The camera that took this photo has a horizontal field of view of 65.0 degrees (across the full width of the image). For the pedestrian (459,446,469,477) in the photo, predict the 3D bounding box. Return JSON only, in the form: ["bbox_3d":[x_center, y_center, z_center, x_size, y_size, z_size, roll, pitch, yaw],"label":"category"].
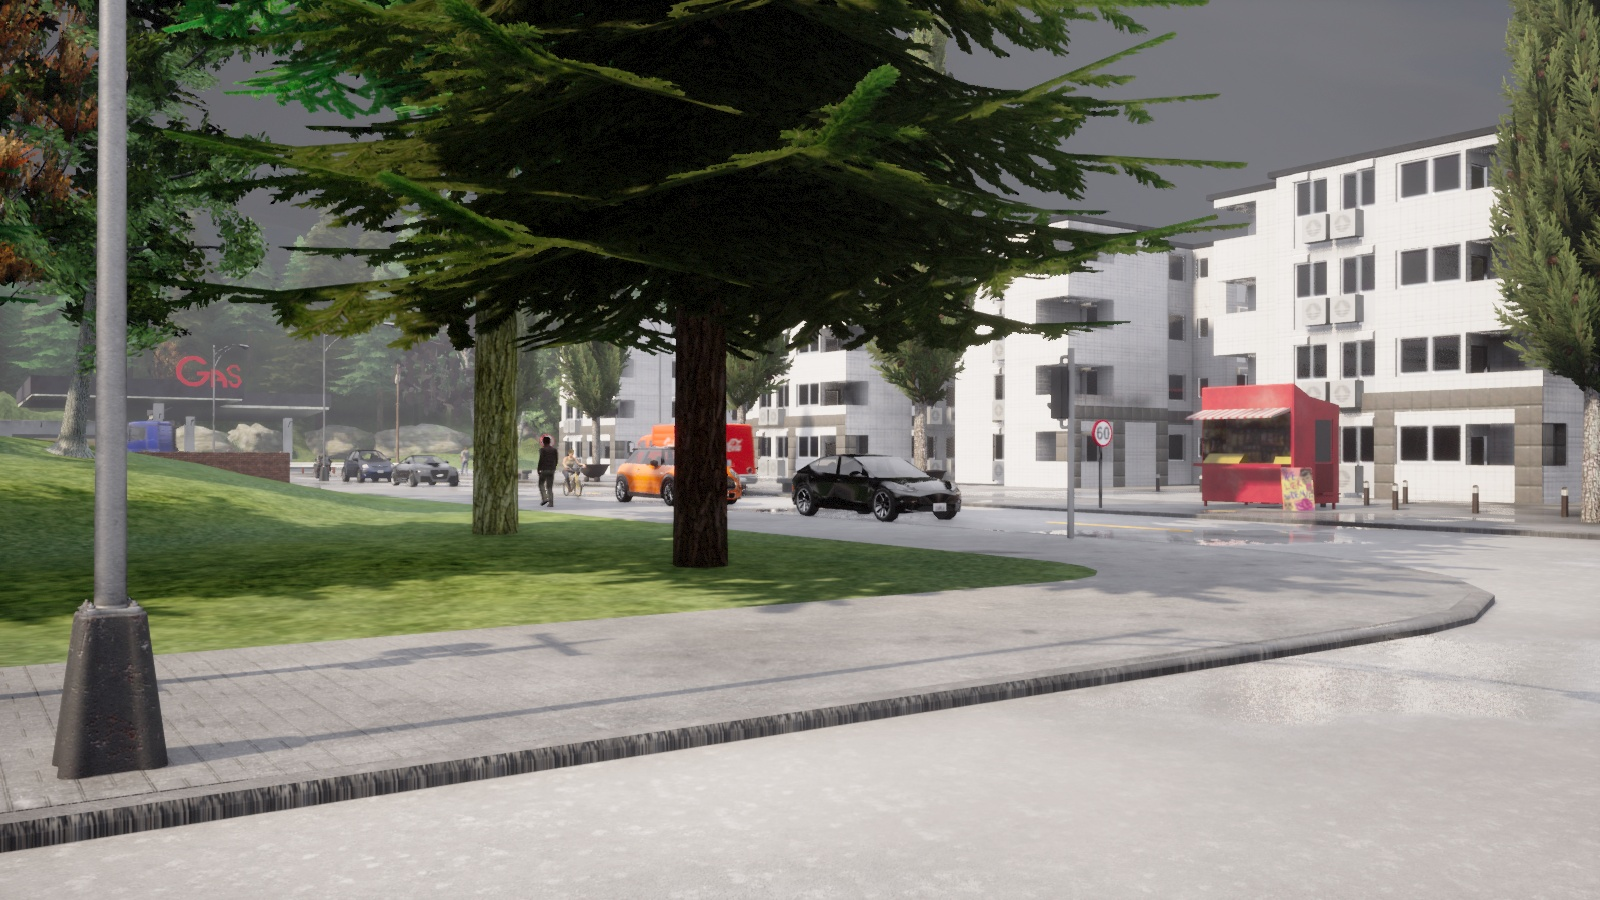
[{"bbox_3d":[-19.632,0.676,73.344,0.354,1.836,0.706,0,0,-34],"label":"pedestrian"}]

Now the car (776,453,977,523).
[{"bbox_3d":[1.658,0.812,29.066,2.163,1.488,4.792,0,0,-34],"label":"car"}]

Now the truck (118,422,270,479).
[{"bbox_3d":[-37.325,0.033,77.581,7.936,3.462,2.891,0,0,-7],"label":"truck"}]

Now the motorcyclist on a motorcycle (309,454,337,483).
[{"bbox_3d":[-26.358,1.005,69.385,0.866,1.530,2.191,0,0,-38],"label":"motorcyclist on a motorcycle"}]

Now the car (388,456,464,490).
[{"bbox_3d":[-16.444,0.978,55.081,1.994,1.385,4.181,0,0,-35],"label":"car"}]

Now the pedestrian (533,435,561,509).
[{"bbox_3d":[-6.410,0.546,31.775,0.431,1.840,0.703,0,0,-36],"label":"pedestrian"}]

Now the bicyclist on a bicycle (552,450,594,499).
[{"bbox_3d":[-7.694,0.802,42.501,0.866,1.612,1.509,0,0,-34],"label":"bicyclist on a bicycle"}]

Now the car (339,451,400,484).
[{"bbox_3d":[-21.315,0.840,62.098,1.851,1.617,3.988,0,0,-35],"label":"car"}]

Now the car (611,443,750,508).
[{"bbox_3d":[-3.554,0.700,36.530,2.097,1.767,4.553,0,0,-34],"label":"car"}]

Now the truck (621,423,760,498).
[{"bbox_3d":[-3.923,0.368,44.066,2.627,2.467,5.204,0,-1,-35],"label":"truck"}]
